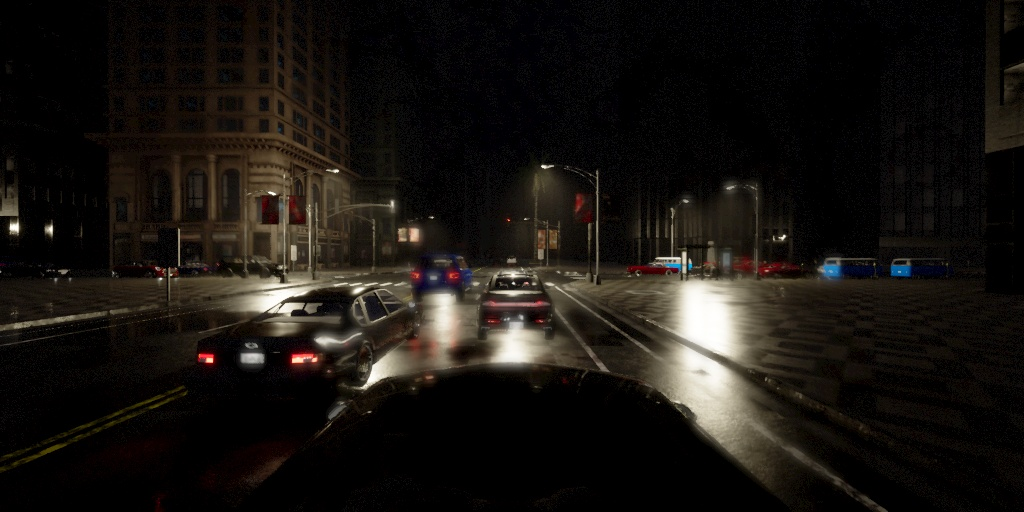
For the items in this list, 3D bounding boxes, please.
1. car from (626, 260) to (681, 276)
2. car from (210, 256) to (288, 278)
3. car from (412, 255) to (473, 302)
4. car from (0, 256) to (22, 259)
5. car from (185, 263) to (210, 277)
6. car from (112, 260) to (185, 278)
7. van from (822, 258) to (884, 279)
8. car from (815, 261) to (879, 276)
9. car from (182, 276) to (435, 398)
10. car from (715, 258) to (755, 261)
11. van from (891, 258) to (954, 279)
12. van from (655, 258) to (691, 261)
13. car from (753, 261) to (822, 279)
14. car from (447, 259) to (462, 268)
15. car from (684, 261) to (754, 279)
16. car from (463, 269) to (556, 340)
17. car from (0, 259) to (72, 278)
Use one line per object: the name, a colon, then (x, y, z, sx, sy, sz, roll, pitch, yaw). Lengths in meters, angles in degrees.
car: (13.875, 1.335, 35.667, 4.718, 1.301, 1.895, 0, 0, 2)
car: (-23.461, 0.996, 32.485, 5.566, 2.045, 2.150, 0, 0, 0)
car: (-3.160, 0.972, 17.120, 2.150, 2.045, 5.566, 0, 0, 0)
car: (-52.146, 1.024, 35.808, 5.566, 2.045, 2.150, 0, 0, 0)
car: (-32.200, 1.376, 35.703, 4.718, 1.301, 1.895, 0, 0, 1)
car: (-33.180, 1.137, 32.533, 4.553, 1.767, 2.097, 0, 0, 0)
van: (28.410, 1.082, 29.819, 3.998, 1.789, 1.690, 0, 0, 0)
car: (33.260, 1.248, 35.678, 4.674, 1.442, 1.812, 0, 0, 1)
car: (-3.150, 1.297, 6.879, 2.033, 1.411, 5.357, 0, 0, 0)
car: (23.317, 1.205, 35.674, 5.008, 1.535, 1.882, 0, 0, 0)
van: (34.087, 1.080, 29.825, 3.998, 1.789, 1.690, 0, 0, 0)
van: (17.045, 1.065, 38.334, 3.998, 1.789, 1.690, 0, 0, 0)
car: (22.732, 1.326, 29.814, 4.207, 1.307, 1.802, 0, 0, 0)
car: (-9.856, 1.257, 61.978, 1.837, 1.490, 4.892, 0, 0, 0)
car: (17.054, 1.299, 29.809, 4.403, 1.370, 2.007, 0, 0, 0)
car: (0.087, 1.240, 9.949, 2.128, 1.511, 4.902, 0, 0, 0)
car: (-43.163, 1.289, 32.581, 4.902, 1.511, 2.128, 0, 0, 0)
